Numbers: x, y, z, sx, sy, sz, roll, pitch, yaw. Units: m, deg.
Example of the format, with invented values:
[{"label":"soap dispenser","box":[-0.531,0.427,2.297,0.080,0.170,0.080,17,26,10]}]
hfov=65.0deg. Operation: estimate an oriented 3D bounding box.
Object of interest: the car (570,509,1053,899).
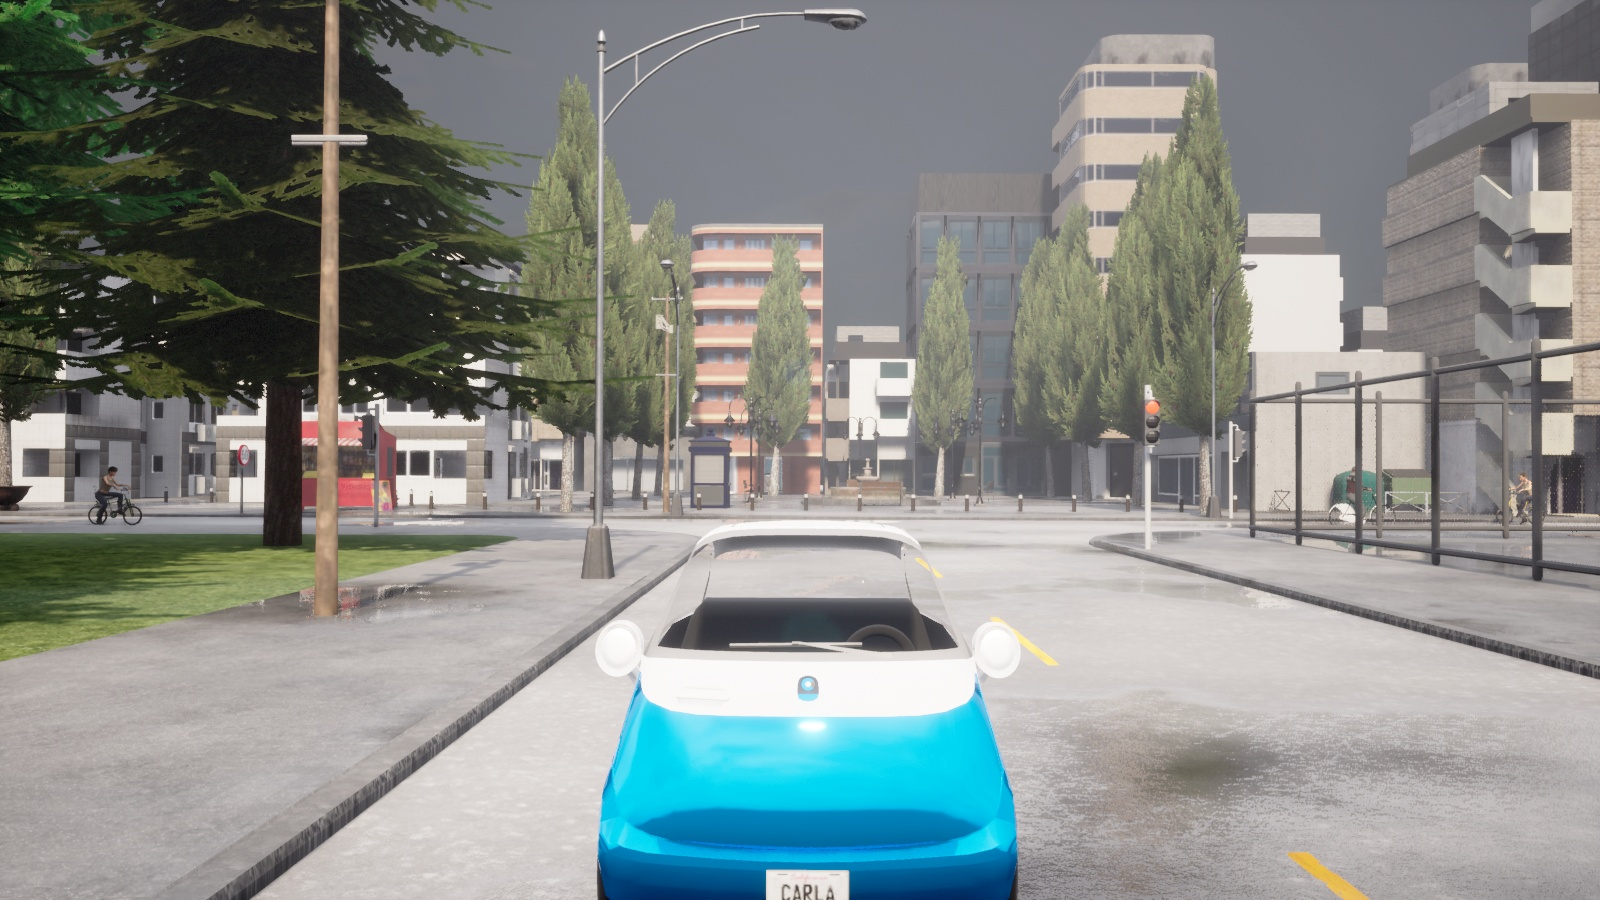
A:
[{"label":"car","box":[0.037,0.953,4.965,1.481,1.376,2.207,0,-1,0]}]

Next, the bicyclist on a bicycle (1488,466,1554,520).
[{"label":"bicyclist on a bicycle","box":[21.948,1.304,38.248,1.509,1.612,0.866,0,-1,0]}]

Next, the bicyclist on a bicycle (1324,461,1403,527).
[{"label":"bicyclist on a bicycle","box":[15.345,1.197,34.202,1.843,1.776,0.659,0,-1,-1]}]

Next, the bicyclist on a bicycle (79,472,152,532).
[{"label":"bicyclist on a bicycle","box":[-18.738,1.402,34.391,1.509,1.612,0.866,0,-1,1]}]
